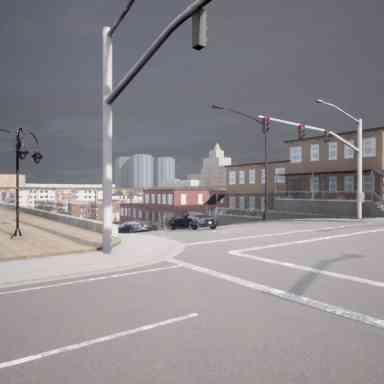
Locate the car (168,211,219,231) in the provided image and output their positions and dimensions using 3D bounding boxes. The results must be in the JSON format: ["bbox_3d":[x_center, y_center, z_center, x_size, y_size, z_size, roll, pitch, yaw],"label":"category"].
[{"bbox_3d":[0.031,2.054,24.150,1.994,1.385,4.181,0,-4,-36],"label":"car"}]

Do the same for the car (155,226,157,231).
[{"bbox_3d":[-5.772,4.532,38.271,1.837,1.490,4.892,0,-13,-36],"label":"car"}]

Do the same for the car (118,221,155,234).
[{"bbox_3d":[-5.837,3.505,32.126,1.812,1.442,4.674,0,-12,-37],"label":"car"}]
